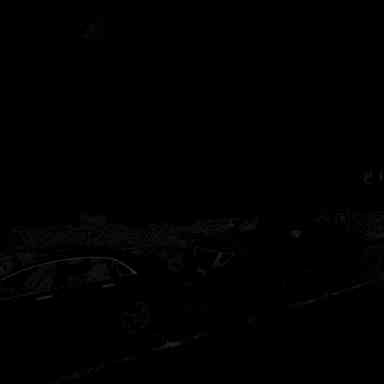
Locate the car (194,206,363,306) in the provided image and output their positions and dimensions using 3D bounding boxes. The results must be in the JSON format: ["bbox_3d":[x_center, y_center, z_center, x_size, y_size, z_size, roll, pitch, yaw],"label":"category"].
[{"bbox_3d":[2.234,1.315,8.235,5.009,1.841,2.192,0,0,-35],"label":"car"}]

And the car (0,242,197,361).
[{"bbox_3d":[-2.335,1.551,4.980,4.403,1.369,2.008,0,0,-35],"label":"car"}]
